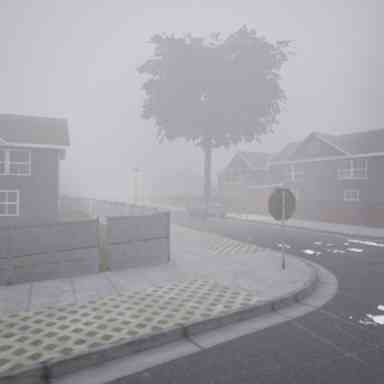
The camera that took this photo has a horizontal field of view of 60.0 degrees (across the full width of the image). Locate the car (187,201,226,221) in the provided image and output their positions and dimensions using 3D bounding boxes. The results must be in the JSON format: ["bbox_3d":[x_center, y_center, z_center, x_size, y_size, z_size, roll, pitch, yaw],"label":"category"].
[{"bbox_3d":[1.072,1.522,27.736,2.128,1.511,4.902,1,0,-22],"label":"car"}]

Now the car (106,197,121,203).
[{"bbox_3d":[-12.502,1.522,52.350,1.812,1.442,4.674,0,0,-23],"label":"car"}]
